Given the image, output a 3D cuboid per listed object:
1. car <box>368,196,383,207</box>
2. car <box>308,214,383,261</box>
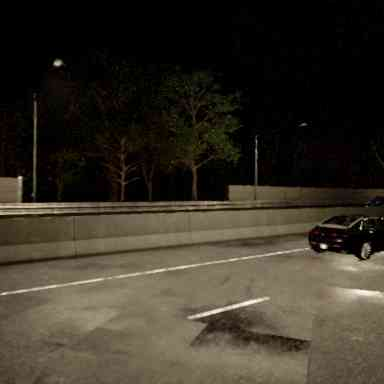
[{"bbox_3d":[32.576,1.754,57.250,5.566,2.045,2.150,1,0,-35],"label":"car"},{"bbox_3d":[6.476,1.609,12.738,4.892,1.490,1.837,0,0,-35],"label":"car"}]
